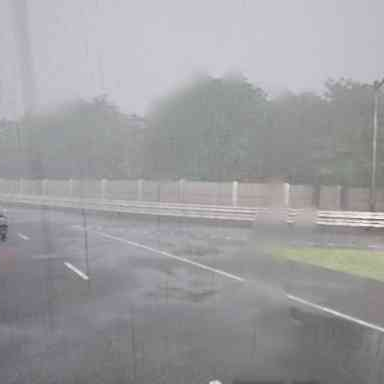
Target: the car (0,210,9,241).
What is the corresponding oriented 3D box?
[{"bbox_3d":[-9.226,1.186,14.155,2.128,1.511,4.902,2,0,-41],"label":"car"}]
